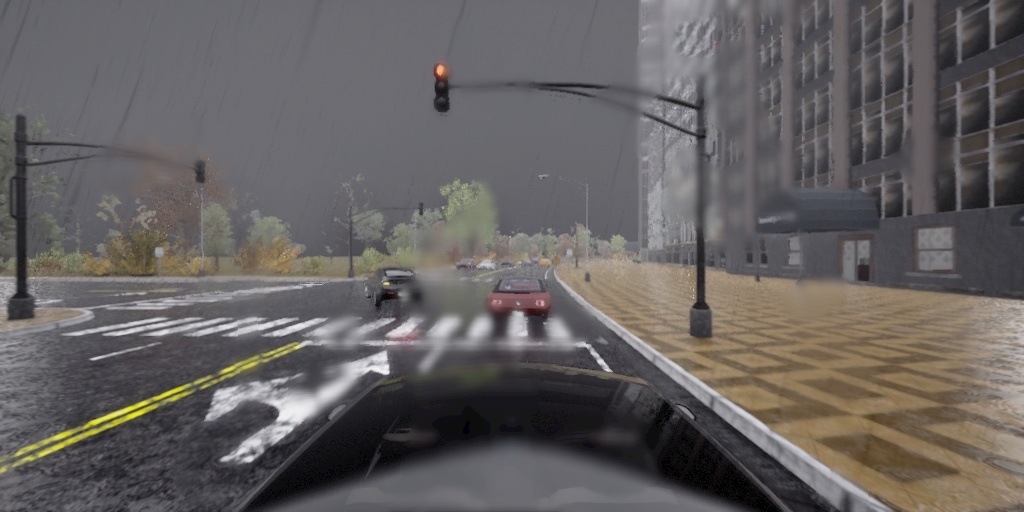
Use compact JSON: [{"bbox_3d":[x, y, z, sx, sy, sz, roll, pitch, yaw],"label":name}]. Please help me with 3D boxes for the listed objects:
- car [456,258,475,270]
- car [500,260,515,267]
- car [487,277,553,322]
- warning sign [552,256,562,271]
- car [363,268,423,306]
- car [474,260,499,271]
[{"bbox_3d":[-6.347,1.081,50.875,2.097,1.767,4.553,0,0,8],"label":"car"},{"bbox_3d":[-0.782,1.334,65.212,1.895,1.301,4.718,0,0,10],"label":"car"},{"bbox_3d":[0.298,1.347,12.255,1.895,1.301,4.718,0,0,2],"label":"car"},{"bbox_3d":[5.585,0.857,44.717,1.300,1.860,1.060,0,0,7],"label":"warning sign"},{"bbox_3d":[-5.303,1.246,15.872,1.837,1.490,4.892,2,-1,-29],"label":"car"},{"bbox_3d":[-3.373,1.258,48.713,1.812,1.442,4.674,0,0,8],"label":"car"}]
